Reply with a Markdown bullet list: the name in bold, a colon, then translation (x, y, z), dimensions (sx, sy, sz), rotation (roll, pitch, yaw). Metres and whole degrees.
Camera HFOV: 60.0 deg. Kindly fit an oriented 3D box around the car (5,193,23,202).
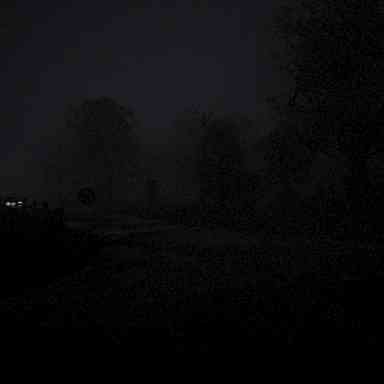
- **car**: translation (-26.943, 0.844, 50.341), dimensions (1.994, 1.385, 4.181), rotation (0, 1, -36)
